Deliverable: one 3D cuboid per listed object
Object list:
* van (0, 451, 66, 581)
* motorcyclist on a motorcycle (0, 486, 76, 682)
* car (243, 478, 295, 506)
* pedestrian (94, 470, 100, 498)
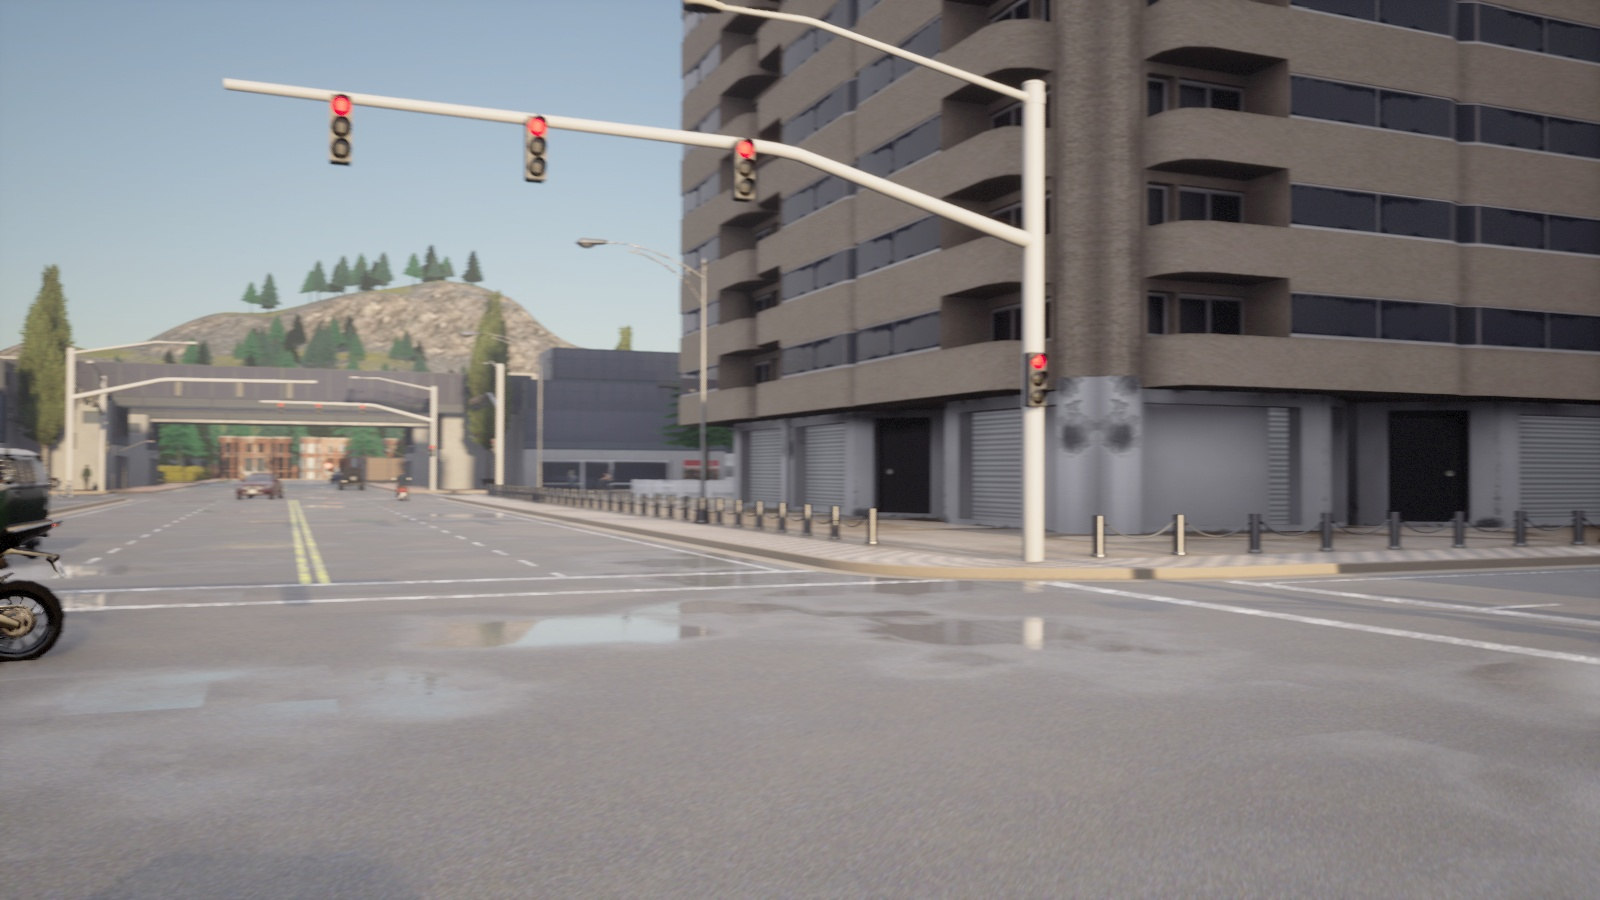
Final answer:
[{"bbox_3d":[-13.656,1.047,20.990,1.775,1.987,4.442,0,-1,-22],"label":"van"},{"bbox_3d":[-7.124,1.069,10.058,2.191,1.530,0.866,0,-1,-23],"label":"motorcyclist on a motorcycle"},{"bbox_3d":[-29.087,2.275,68.918,1.812,1.442,4.674,0,-1,-13],"label":"car"},{"bbox_3d":[-46.414,2.247,82.884,0.353,1.847,0.614,0,-1,-29],"label":"pedestrian"}]
